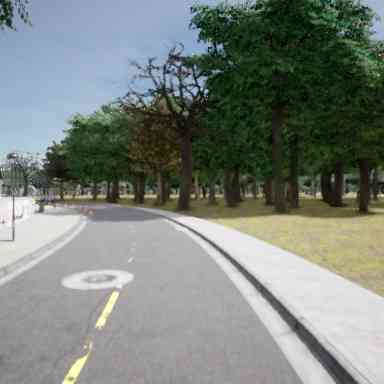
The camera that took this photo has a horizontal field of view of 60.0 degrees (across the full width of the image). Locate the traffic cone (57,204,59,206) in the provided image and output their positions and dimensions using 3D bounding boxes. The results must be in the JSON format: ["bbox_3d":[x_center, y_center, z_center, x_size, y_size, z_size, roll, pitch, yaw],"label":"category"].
[{"bbox_3d":[-21.169,1.888,52.518,0.340,0.580,0.340,0,0,-36],"label":"traffic cone"}]

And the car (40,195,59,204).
[{"bbox_3d":[-26.365,1.293,61.661,2.097,1.767,4.553,0,0,-44],"label":"car"}]
